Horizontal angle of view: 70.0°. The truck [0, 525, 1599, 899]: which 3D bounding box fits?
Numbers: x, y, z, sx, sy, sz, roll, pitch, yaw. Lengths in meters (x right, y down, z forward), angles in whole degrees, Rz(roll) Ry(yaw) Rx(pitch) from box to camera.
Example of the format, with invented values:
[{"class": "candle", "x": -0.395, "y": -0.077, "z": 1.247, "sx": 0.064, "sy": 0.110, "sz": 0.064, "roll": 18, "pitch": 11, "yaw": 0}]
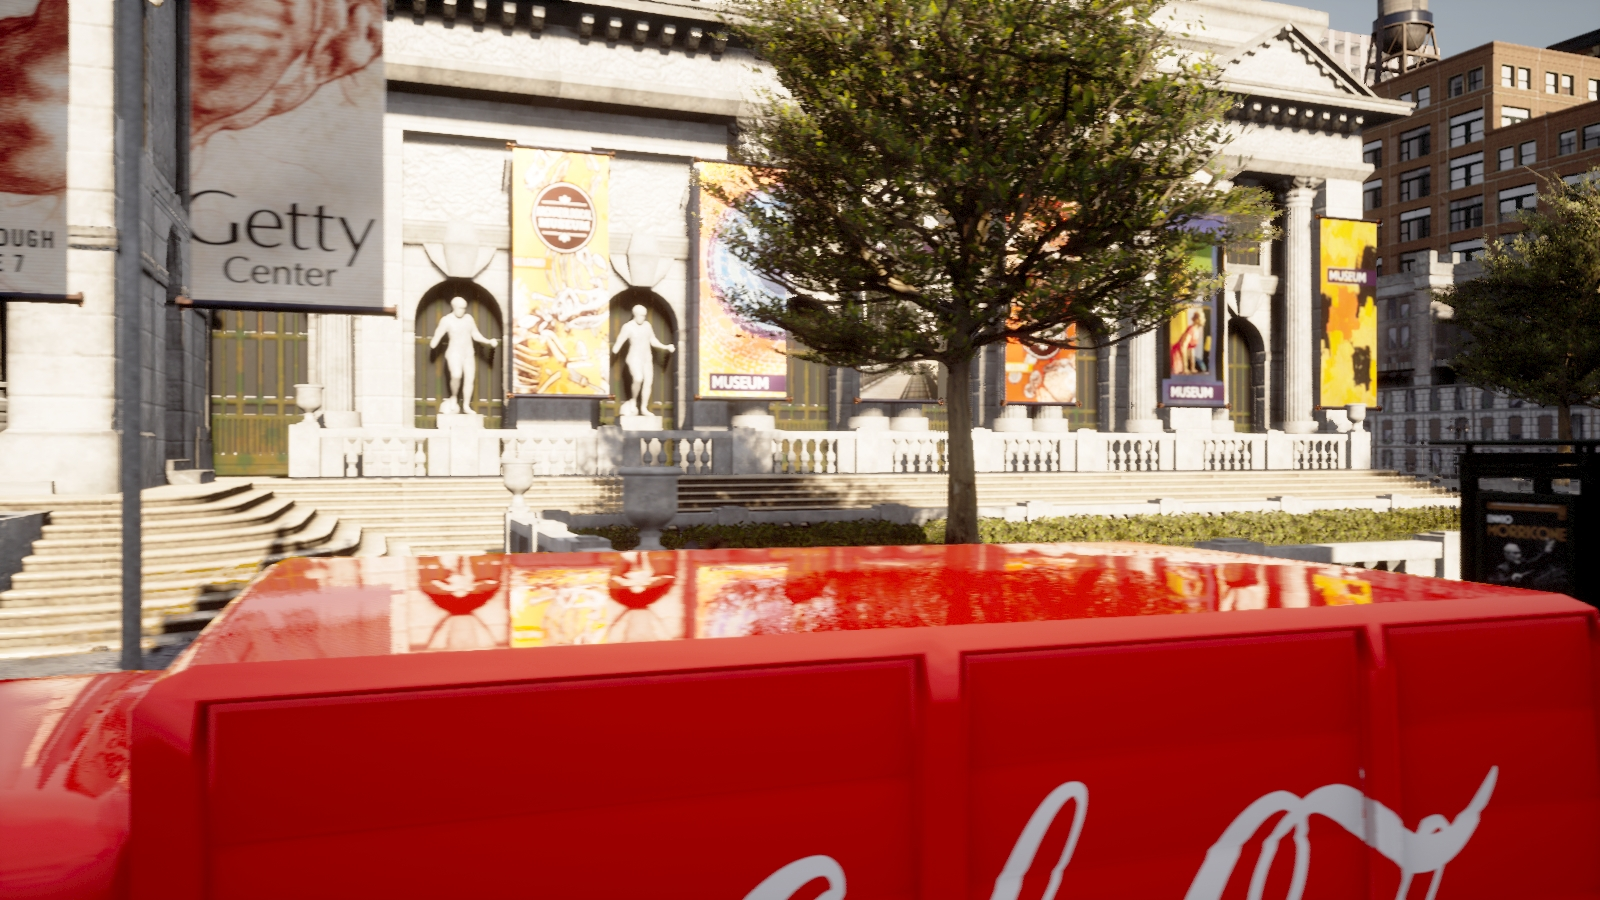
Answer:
[{"class": "truck", "x": -0.676, "y": 1.569, "z": 3.049, "sx": 5.204, "sy": 2.467, "sz": 2.627, "roll": 0, "pitch": 0, "yaw": -20}]
